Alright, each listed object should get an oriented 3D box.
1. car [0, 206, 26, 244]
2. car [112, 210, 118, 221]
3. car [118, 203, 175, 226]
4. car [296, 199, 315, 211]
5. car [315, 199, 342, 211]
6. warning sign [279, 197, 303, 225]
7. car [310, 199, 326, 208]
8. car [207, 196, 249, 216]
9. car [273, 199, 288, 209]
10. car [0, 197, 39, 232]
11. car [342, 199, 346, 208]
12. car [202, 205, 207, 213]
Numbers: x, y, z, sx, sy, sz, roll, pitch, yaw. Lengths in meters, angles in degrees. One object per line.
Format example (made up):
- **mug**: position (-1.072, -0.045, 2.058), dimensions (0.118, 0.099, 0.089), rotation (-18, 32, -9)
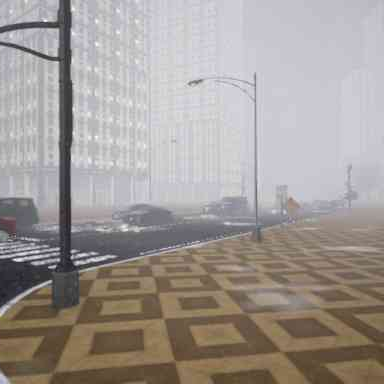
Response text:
- **car**: position (-9.842, 1.541, 13.839), dimensions (1.882, 1.535, 5.008), rotation (0, -1, 22)
- **car**: position (-4.749, 1.718, 28.541), dimensions (1.812, 1.442, 4.674), rotation (0, -1, 34)
- **car**: position (-3.168, 1.727, 25.099), dimensions (1.994, 1.385, 4.181), rotation (0, -1, 34)
- **car**: position (15.307, 1.922, 46.443), dimensions (1.895, 1.301, 4.718), rotation (0, -1, 32)
- **car**: position (18.796, 1.860, 45.886), dimensions (2.033, 1.411, 5.357), rotation (0, -1, 31)
- **warning sign**: position (6.824, 1.256, 22.958), dimensions (1.300, 1.860, 1.060), rotation (0, 0, 34)
- **car**: position (21.466, 1.913, 56.514), dimensions (1.812, 1.442, 4.674), rotation (0, 0, 31)
- **car**: position (4.219, 1.470, 35.927), dimensions (2.150, 2.045, 5.566), rotation (0, -1, 34)
- **car**: position (13.772, 1.769, 50.222), dimensions (2.097, 1.767, 4.553), rotation (0, -1, 32)
- **car**: position (-11.492, 1.335, 18.679), dimensions (2.150, 2.045, 5.566), rotation (0, -1, 34)
- **car**: position (24.191, 1.847, 54.740), dimensions (1.882, 1.535, 5.008), rotation (0, 0, 31)
- **car**: position (3.023, 1.772, 39.949), dimensions (2.128, 1.511, 4.902), rotation (0, -1, 34)
